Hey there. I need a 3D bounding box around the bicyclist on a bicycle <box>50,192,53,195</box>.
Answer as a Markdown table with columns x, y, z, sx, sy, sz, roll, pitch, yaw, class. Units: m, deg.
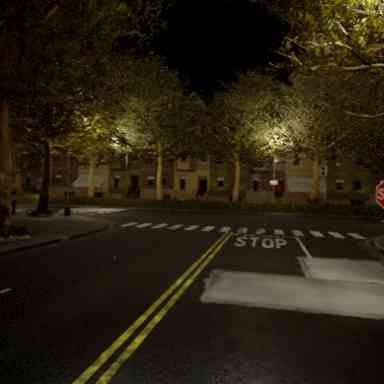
| x | y | z | sx | sy | sz | roll | pitch | yaw | class |
| --- | --- | --- | --- | --- | --- | --- | --- | --- | --- |
| -19.110 | 0.683 | 44.683 | 0.582 | 1.620 | 1.656 | 1 | 0 | 13 | bicyclist on a bicycle |
